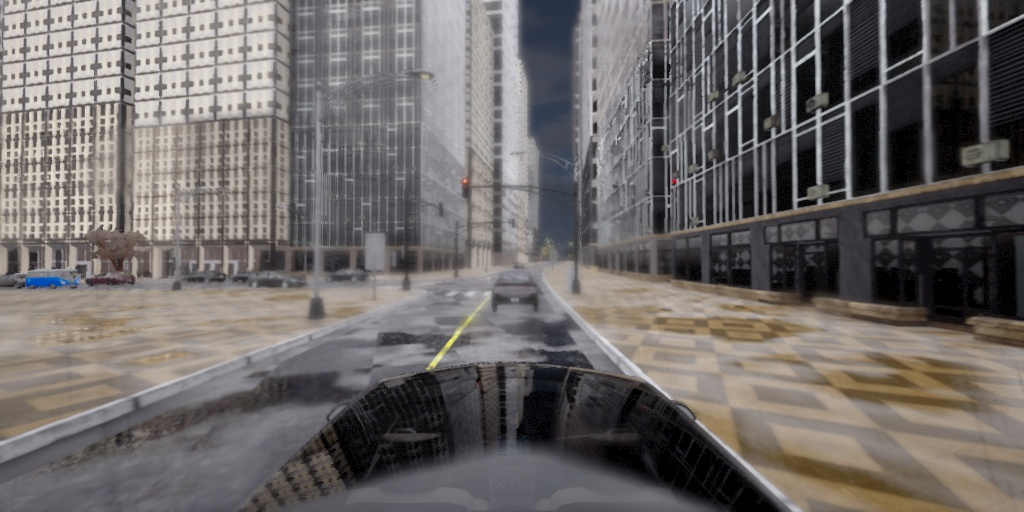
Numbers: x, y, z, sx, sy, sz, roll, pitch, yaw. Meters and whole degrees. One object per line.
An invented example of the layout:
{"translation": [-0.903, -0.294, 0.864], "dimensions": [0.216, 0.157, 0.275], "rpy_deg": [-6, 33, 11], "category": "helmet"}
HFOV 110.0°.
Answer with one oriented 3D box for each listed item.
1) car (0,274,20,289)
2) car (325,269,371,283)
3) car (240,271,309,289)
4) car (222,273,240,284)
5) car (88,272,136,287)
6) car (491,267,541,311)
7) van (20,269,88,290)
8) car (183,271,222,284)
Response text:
{"translation": [-48.815, 2.510, 35.565], "dimensions": [5.357, 1.411, 2.033], "rpy_deg": [-1, -1, 10], "category": "car"}
{"translation": [-16.251, 1.963, 35.511], "dimensions": [4.403, 1.370, 2.007], "rpy_deg": [0, 0, 10], "category": "car"}
{"translation": [-17.730, 1.836, 27.263], "dimensions": [4.403, 1.370, 2.007], "rpy_deg": [0, 0, 10], "category": "car"}
{"translation": [-27.324, 2.199, 37.495], "dimensions": [4.313, 1.339, 1.948], "rpy_deg": [0, 0, 10], "category": "car"}
{"translation": [-41.749, 2.400, 37.376], "dimensions": [4.674, 1.442, 1.812], "rpy_deg": [-1, -1, 11], "category": "car"}
{"translation": [0.190, 1.387, 15.261], "dimensions": [2.128, 1.511, 4.902], "rpy_deg": [0, 0, 2], "category": "car"}
{"translation": [-39.875, 2.069, 31.230], "dimensions": [3.998, 1.789, 1.690], "rpy_deg": [0, 0, 10], "category": "van"}
{"translation": [-32.860, 2.310, 38.486], "dimensions": [4.313, 1.339, 1.948], "rpy_deg": [0, 0, 10], "category": "car"}
